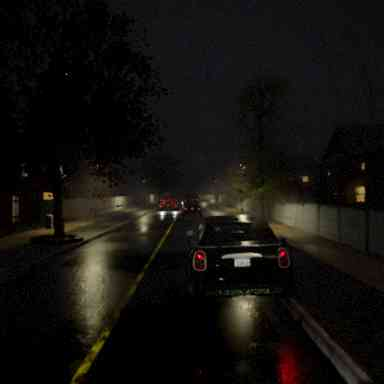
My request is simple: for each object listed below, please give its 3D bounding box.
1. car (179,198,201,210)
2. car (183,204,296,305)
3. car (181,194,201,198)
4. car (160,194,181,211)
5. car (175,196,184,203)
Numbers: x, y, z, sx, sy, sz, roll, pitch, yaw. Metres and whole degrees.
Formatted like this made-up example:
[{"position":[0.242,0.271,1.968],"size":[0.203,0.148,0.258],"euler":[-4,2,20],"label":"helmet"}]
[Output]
[{"position":[0.046,1.585,32.958],"size":[2.033,1.411,5.357],"euler":[0,0,0],"label":"car"},{"position":[0.927,1.328,8.266],"size":[2.097,1.767,4.553],"euler":[-2,0,0],"label":"car"},{"position":[0.008,1.278,44.843],"size":[2.150,2.045,5.566],"euler":[0,0,1],"label":"car"},{"position":[-2.868,1.274,42.614],"size":[2.150,2.045,5.566],"euler":[0,0,0],"label":"car"},{"position":[-2.789,1.628,75.573],"size":[1.837,1.490,4.892],"euler":[0,-1,0],"label":"car"}]
